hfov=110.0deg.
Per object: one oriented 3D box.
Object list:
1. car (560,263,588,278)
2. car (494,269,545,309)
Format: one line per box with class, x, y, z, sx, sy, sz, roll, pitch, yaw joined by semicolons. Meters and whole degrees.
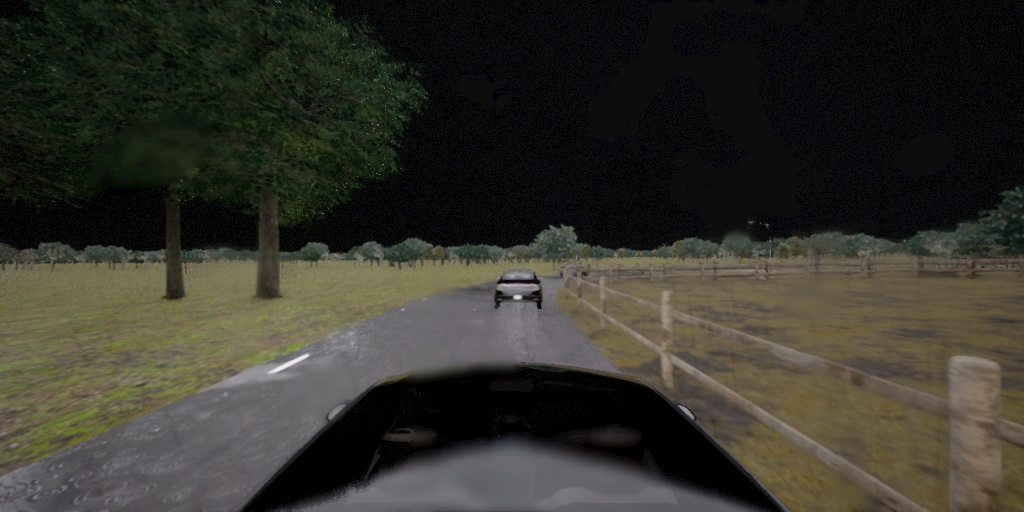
car;6.278;1.422;35.405;2.128;1.511;4.902;0;0;29
car;0.345;1.290;15.295;2.128;1.511;4.902;0;0;3
